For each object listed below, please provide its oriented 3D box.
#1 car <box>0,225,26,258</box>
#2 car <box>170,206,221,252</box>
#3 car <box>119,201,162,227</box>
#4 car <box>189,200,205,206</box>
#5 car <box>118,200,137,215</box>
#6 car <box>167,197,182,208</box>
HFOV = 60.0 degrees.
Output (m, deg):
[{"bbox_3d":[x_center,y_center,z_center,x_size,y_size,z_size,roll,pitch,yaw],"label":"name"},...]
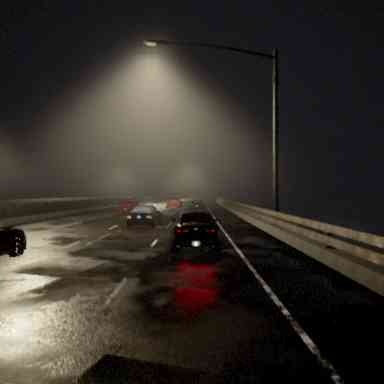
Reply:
[{"bbox_3d":[-6.870,1.510,10.008,2.128,1.511,4.902,0,0,0],"label":"car"},{"bbox_3d":[0.156,1.538,13.941,1.837,1.490,4.892,0,0,0],"label":"car"},{"bbox_3d":[-3.255,1.601,23.129,2.033,1.411,5.357,0,0,1],"label":"car"},{"bbox_3d":[0.647,1.686,43.431,1.994,1.385,4.181,0,0,1],"label":"car"},{"bbox_3d":[-6.539,1.566,35.439,1.882,1.535,5.008,0,0,1],"label":"car"},{"bbox_3d":[-2.648,1.503,50.959,2.097,1.767,4.553,0,0,2],"label":"car"}]
